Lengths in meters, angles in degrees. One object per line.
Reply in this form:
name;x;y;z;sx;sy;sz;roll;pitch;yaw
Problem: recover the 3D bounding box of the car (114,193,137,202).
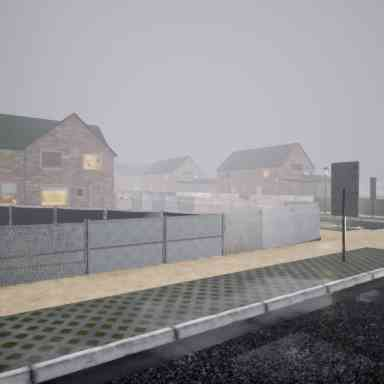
car;-10.470;0.800;51.995;1.895;1.301;4.718;1;1;-36
